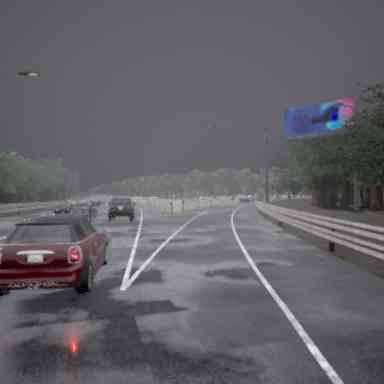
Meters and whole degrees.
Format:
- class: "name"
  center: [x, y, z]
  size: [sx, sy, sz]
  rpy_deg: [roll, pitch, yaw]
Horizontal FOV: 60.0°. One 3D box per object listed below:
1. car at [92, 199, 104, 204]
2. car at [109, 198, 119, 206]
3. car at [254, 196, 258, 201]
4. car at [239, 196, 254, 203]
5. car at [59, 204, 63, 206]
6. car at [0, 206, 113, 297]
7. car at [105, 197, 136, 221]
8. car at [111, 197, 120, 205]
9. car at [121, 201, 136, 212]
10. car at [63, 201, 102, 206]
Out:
- class: "car"
  center: [-19.835, 2.303, 68.882]
  size: [1.882, 1.535, 5.008]
  rpy_deg: [0, -1, -11]
- class: "car"
  center: [-17.174, 2.223, 73.297]
  size: [2.097, 1.767, 4.553]
  rpy_deg: [0, -1, -11]
- class: "car"
  center: [16.147, 1.675, 86.316]
  size: [2.128, 1.511, 4.902]
  rpy_deg: [0, 0, 27]
- class: "car"
  center: [12.276, 1.757, 76.914]
  size: [1.882, 1.535, 5.008]
  rpy_deg: [0, 0, 22]
- class: "car"
  center: [-14.456, 2.018, 38.603]
  size: [1.895, 1.301, 4.718]
  rpy_deg: [0, -1, -9]
- class: "car"
  center: [-3.551, 1.431, 9.088]
  size: [2.097, 1.767, 4.553]
  rpy_deg: [0, 0, -7]
- class: "car"
  center: [-6.372, 1.529, 30.509]
  size: [2.150, 2.045, 5.566]
  rpy_deg: [0, -1, -8]
- class: "car"
  center: [-20.266, 2.326, 88.249]
  size: [2.150, 2.045, 5.566]
  rpy_deg: [0, -1, -12]
- class: "car"
  center: [-8.960, 2.038, 47.428]
  size: [2.033, 1.411, 5.357]
  rpy_deg: [0, -1, -9]
- class: "car"
  center: [-9.650, 1.843, 29.779]
  size: [2.033, 1.411, 5.357]
  rpy_deg: [0, -1, -8]
